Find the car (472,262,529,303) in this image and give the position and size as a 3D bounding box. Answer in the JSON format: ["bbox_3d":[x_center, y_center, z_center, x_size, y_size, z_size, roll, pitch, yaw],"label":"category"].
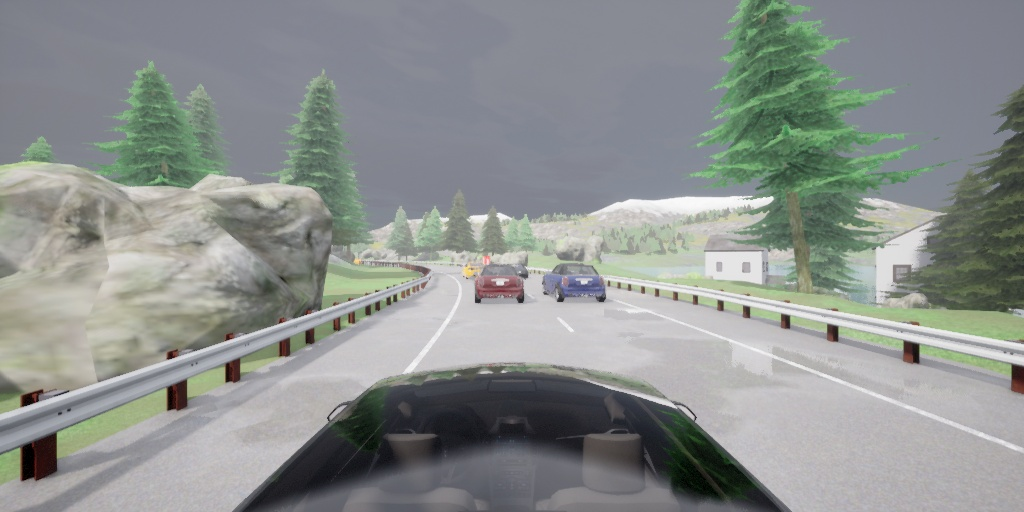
[{"bbox_3d":[-0.703,1.116,16.675,2.097,1.767,4.553,0,0,-6],"label":"car"}]

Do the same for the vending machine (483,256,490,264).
[{"bbox_3d":[-4.217,0.944,59.210,1.100,2.100,0.880,0,0,-26],"label":"vending machine"}]

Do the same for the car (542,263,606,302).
[{"bbox_3d":[2.777,1.116,17.048,2.097,1.767,4.553,0,0,-6],"label":"car"}]

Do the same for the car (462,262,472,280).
[{"bbox_3d":[-3.285,1.235,31.696,1.882,1.535,5.008,0,0,-13],"label":"car"}]

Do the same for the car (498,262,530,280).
[{"bbox_3d":[0.120,1.322,32.507,1.994,1.385,4.181,0,0,-13],"label":"car"}]
